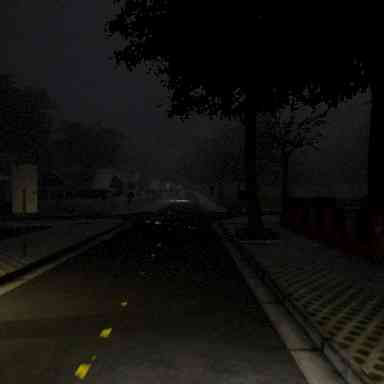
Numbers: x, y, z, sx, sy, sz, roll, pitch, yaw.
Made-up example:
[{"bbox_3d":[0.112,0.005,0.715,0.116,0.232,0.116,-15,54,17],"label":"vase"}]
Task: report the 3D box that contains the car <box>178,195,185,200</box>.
[{"bbox_3d":[-2.750,1.456,86.709,1.895,1.301,4.718,0,0,0],"label":"car"}]
